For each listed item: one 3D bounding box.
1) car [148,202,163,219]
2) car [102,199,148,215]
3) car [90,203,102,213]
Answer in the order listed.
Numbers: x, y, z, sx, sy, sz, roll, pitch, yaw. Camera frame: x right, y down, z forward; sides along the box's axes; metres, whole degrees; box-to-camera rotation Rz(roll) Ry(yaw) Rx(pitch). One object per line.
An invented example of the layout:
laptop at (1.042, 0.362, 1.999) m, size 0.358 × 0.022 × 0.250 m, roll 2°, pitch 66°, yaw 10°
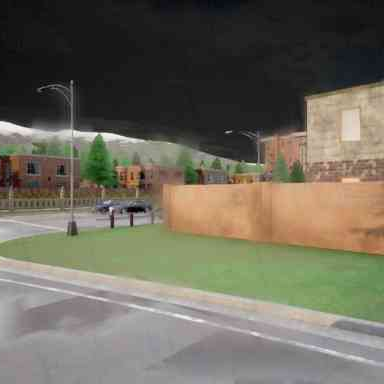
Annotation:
car at (-0.900, 1.547, 28.629) m, size 2.033 × 1.411 × 5.357 m, roll 0°, pitch 0°, yaw 41°
car at (-6.077, 1.492, 33.343) m, size 2.128 × 1.511 × 4.902 m, roll 0°, pitch 0°, yaw 41°
car at (-8.637, 1.526, 35.702) m, size 1.812 × 1.442 × 4.674 m, roll 0°, pitch 0°, yaw 41°
